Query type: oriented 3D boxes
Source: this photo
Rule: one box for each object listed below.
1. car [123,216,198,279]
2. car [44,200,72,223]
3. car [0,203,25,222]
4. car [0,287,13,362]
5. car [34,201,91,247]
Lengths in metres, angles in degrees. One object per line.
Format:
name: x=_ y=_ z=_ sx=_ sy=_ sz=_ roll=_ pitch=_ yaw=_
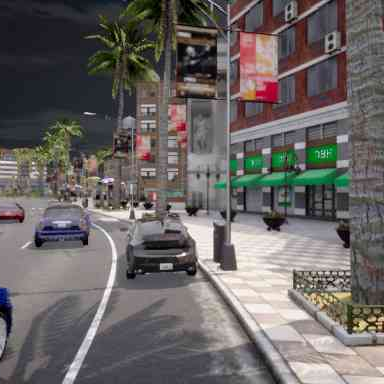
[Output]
car: x=-1.087 y=1.504 z=10.197 sx=1.837 sy=1.490 sz=4.892 roll=0 pitch=0 yaw=-11
car: x=-10.974 y=1.498 z=27.056 sx=1.837 sy=1.490 sz=4.892 roll=0 pitch=0 yaw=-26
car: x=-14.291 y=1.552 z=26.135 sx=1.994 sy=1.385 sz=4.181 roll=0 pitch=0 yaw=-26
car: x=-3.325 y=1.475 z=2.596 sx=1.882 sy=1.535 sz=5.008 roll=0 pitch=0 yaw=-2
car: x=-5.855 y=1.352 z=15.440 sx=2.097 sy=1.767 sz=4.553 roll=0 pitch=0 yaw=-17
